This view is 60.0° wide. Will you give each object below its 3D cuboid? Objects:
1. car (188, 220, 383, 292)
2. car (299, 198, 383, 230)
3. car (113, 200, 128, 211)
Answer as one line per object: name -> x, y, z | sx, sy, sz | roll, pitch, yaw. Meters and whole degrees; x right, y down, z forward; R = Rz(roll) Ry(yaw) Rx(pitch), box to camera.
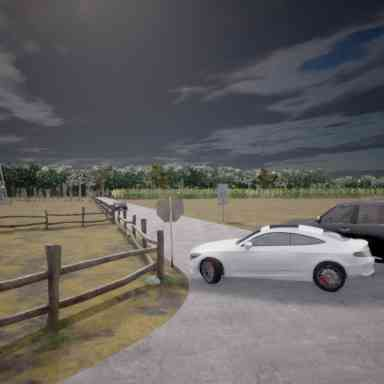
car -> 2.203, 1.612, 8.871 | 4.674, 1.442, 1.812 | -2, 0, 18
car -> 5.101, 1.223, 9.781 | 2.150, 2.045, 5.566 | -2, 0, -39
car -> -10.749, 1.976, 49.474 | 2.033, 1.411, 5.357 | -2, 0, -18
